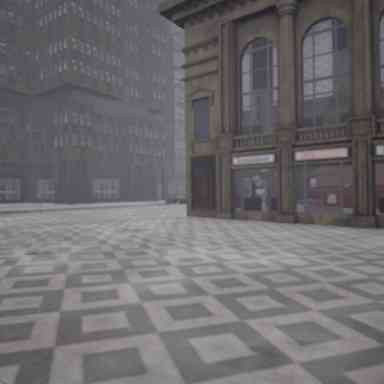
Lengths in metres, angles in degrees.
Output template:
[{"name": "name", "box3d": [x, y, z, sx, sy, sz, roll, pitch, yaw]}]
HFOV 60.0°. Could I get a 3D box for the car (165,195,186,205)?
[{"name": "car", "box3d": [-1.936, 1.196, 50.233, 1.882, 1.535, 5.008, -1, 0, 36]}]
